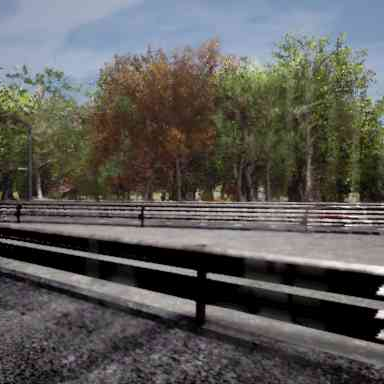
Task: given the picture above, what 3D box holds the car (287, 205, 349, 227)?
[{"bbox_3d":[8.806,1.635,23.423,4.181,1.385,1.994,0,0,16],"label":"car"}]
